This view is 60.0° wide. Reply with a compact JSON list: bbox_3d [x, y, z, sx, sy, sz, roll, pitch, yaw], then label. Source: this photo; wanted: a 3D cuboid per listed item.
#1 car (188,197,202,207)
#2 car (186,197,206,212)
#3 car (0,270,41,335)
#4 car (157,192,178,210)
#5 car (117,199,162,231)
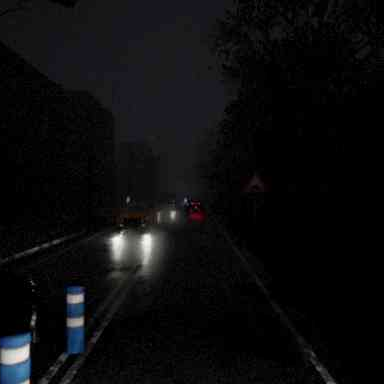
[{"bbox_3d":[0.441,1.392,47.906,1.895,1.301,4.718,0,0,1],"label":"car"},{"bbox_3d":[0.423,1.361,36.785,1.837,1.490,4.892,0,0,1],"label":"car"},{"bbox_3d":[-3.466,1.555,3.560,1.994,1.385,4.181,0,0,4],"label":"car"},{"bbox_3d":[-2.898,1.065,40.053,2.150,2.045,5.566,0,0,1],"label":"car"},{"bbox_3d":[-3.212,1.407,20.320,1.882,1.535,5.008,0,0,1],"label":"car"}]
